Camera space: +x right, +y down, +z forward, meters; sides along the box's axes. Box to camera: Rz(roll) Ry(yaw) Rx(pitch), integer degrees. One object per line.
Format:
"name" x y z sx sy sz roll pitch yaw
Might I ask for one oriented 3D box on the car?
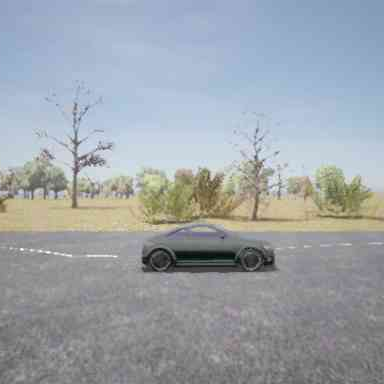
"car" 0.463 1.678 10.635 4.181 1.385 1.994 0 -1 -1
